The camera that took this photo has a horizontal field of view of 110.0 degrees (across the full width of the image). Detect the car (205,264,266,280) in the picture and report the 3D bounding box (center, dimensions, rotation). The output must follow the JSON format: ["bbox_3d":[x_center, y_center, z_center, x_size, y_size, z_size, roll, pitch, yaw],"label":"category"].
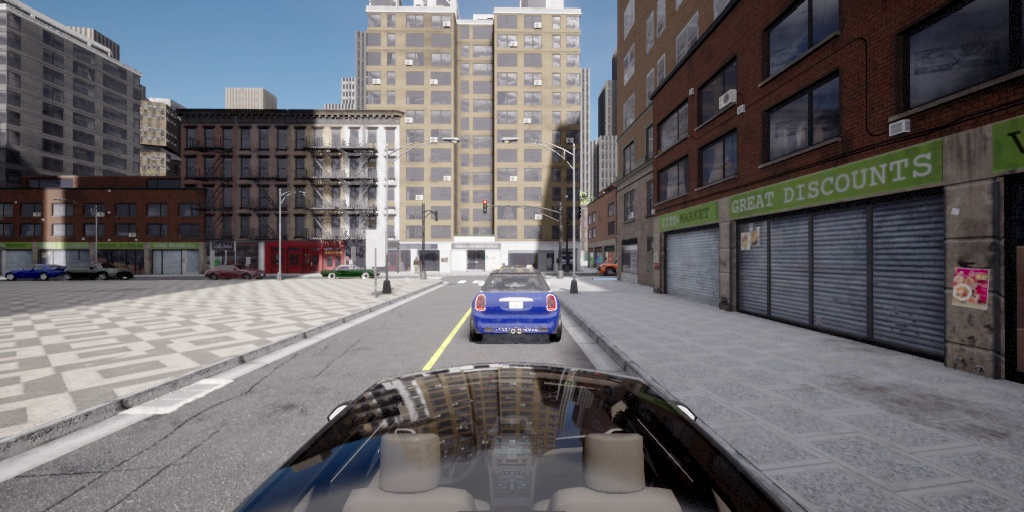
[{"bbox_3d":[-24.536,1.442,31.841,4.674,1.442,1.812,0,0,-1],"label":"car"}]

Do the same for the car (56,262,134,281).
[{"bbox_3d":[-36.413,1.343,31.654,4.553,1.767,2.097,0,0,0],"label":"car"}]

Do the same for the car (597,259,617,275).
[{"bbox_3d":[10.823,0.985,35.569,4.553,1.767,2.097,-1,0,-1],"label":"car"}]

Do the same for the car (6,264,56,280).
[{"bbox_3d":[-45.544,1.531,34.654,5.008,1.535,1.882,0,0,-1],"label":"car"}]

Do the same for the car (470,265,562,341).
[{"bbox_3d":[0.082,1.101,10.017,2.097,1.767,4.553,0,0,0],"label":"car"}]

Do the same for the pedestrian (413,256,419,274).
[{"bbox_3d":[-10.260,0.970,38.280,0.375,1.860,0.375,0,0,-1],"label":"pedestrian"}]

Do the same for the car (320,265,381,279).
[{"bbox_3d":[-14.282,1.443,31.980,4.718,1.301,1.895,0,0,-1],"label":"car"}]
